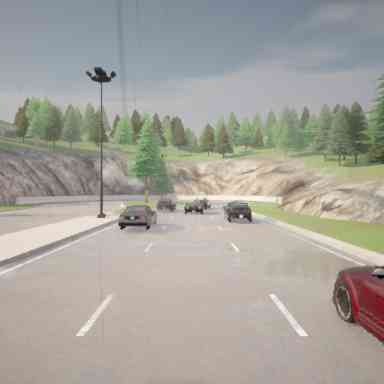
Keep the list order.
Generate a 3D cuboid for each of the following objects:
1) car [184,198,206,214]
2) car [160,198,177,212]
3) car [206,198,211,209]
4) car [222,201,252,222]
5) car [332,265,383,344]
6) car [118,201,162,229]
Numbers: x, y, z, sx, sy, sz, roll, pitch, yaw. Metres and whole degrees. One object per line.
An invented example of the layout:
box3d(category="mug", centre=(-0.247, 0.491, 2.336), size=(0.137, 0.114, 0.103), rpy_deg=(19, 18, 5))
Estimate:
box3d(category="car", centre=(0.248, 1.601, 35.013), size=(1.895, 1.301, 4.718), rpy_deg=(0, 0, 2))
box3d(category="car", centre=(-2.971, 1.504, 39.629), size=(1.837, 1.490, 4.892), rpy_deg=(0, 0, 4))
box3d(category="car", centre=(1.332, 1.491, 44.270), size=(2.128, 1.511, 4.902), rpy_deg=(0, 0, 12))
box3d(category="car", centre=(3.603, 1.505, 26.746), size=(1.837, 1.490, 4.892), rpy_deg=(0, 0, 0))
box3d(category="car", centre=(3.601, 1.563, 4.513), size=(1.994, 1.385, 4.181), rpy_deg=(0, 0, 0))
box3d(category="car", centre=(-3.401, 1.548, 21.439), size=(2.033, 1.411, 5.357), rpy_deg=(0, 0, 0))
